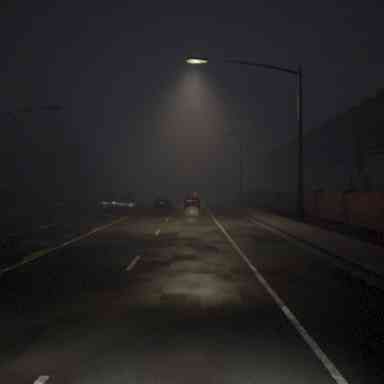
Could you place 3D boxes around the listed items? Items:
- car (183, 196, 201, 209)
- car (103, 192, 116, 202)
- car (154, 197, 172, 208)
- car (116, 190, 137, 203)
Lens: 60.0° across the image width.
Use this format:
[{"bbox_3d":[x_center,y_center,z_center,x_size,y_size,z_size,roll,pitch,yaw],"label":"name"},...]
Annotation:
[{"bbox_3d":[0.005,1.164,39.544,2.128,1.511,4.902,0,0,0],"label":"car"},{"bbox_3d":[-14.190,0.868,58.622,2.097,1.767,4.553,0,0,0],"label":"car"},{"bbox_3d":[-3.498,1.229,40.430,1.994,1.385,4.181,0,0,0],"label":"car"},{"bbox_3d":[-10.689,0.760,55.878,2.150,2.045,5.566,0,0,0],"label":"car"}]
